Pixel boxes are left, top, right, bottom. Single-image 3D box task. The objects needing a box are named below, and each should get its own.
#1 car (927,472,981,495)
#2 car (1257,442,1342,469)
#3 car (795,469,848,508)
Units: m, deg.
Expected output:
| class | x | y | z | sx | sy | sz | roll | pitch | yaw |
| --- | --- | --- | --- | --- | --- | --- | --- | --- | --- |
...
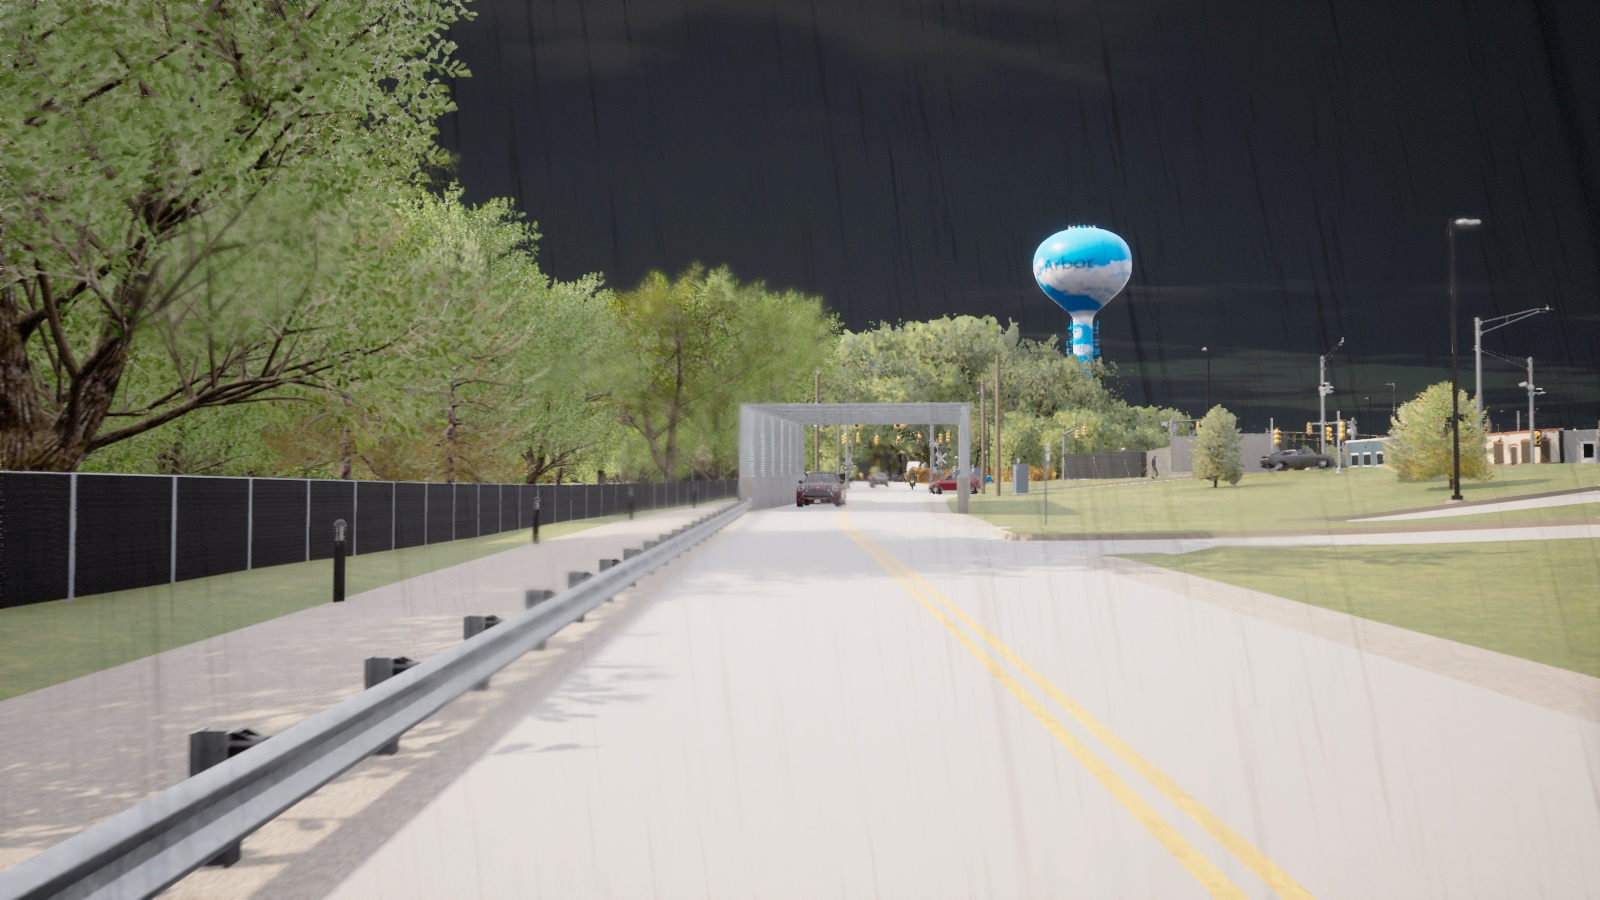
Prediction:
| class | x | y | z | sx | sy | sz | roll | pitch | yaw |
| --- | --- | --- | --- | --- | --- | --- | --- | --- | --- |
| car | 11.098 | 2.394 | 90.453 | 3.705 | 1.549 | 1.789 | -2 | -1 | 12 |
| car | 34.282 | 0.391 | 86.298 | 4.902 | 1.511 | 2.128 | -3 | -3 | 3 |
| car | 1.057 | 1.809 | 59.791 | 2.097 | 1.767 | 4.553 | -1 | -1 | 6 |
